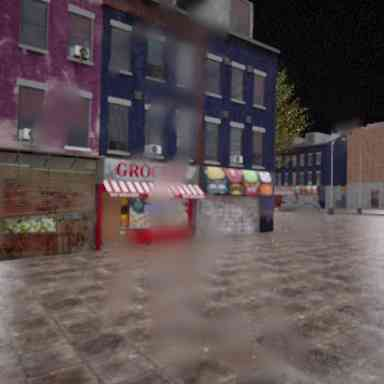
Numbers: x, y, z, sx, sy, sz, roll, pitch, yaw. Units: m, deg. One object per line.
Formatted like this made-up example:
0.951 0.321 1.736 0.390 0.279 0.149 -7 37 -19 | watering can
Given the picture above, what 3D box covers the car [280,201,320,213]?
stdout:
11.438 1.600 35.448 1.994 1.385 4.181 2 -2 -35 | car
